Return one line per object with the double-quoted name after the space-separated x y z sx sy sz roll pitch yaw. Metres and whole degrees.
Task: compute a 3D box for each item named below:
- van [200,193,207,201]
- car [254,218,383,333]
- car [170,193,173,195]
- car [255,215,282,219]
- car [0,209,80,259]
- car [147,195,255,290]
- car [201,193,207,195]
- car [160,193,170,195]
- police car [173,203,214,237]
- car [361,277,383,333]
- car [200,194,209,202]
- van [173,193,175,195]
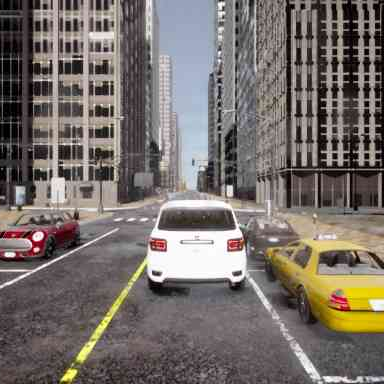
2.720 1.239 78.716 1.690 1.788 3.998 0 0 0 "van"
2.694 1.525 6.905 1.752 1.417 4.829 0 0 0 "car"
-5.693 1.242 67.353 2.192 1.841 5.009 0 0 0 "car"
2.696 1.548 12.403 2.008 1.369 4.403 0 0 0 "car"
-5.684 1.437 12.405 1.967 1.590 4.097 0 0 0 "car"
0.103 1.220 9.189 2.150 2.045 5.566 0 0 0 "car"
2.810 1.380 61.664 1.967 1.590 4.097 0 0 0 "car"
-5.762 1.380 61.668 1.967 1.590 4.097 0 0 0 "car"
0.103 1.497 19.109 2.038 1.542 4.974 0 0 1 "police car"
2.692 1.551 1.065 2.008 1.369 4.403 0 0 0 "car"
2.718 1.353 73.032 1.967 1.590 4.097 0 0 0 "car"
-5.658 1.225 84.408 1.690 1.788 3.998 0 0 0 "van"
